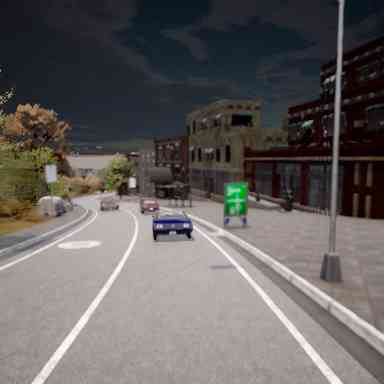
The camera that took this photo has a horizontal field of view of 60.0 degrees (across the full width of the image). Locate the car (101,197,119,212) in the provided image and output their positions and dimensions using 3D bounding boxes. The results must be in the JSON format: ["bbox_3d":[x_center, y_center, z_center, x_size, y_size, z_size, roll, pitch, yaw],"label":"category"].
[{"bbox_3d":[-10.333,1.454,41.666,2.097,1.767,4.553,-2,0,-17],"label":"car"}]

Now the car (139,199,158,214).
[{"bbox_3d":[-4.549,1.493,34.880,1.812,1.442,4.674,-2,0,-14],"label":"car"}]

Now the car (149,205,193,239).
[{"bbox_3d":[-1.150,1.568,17.260,1.895,1.301,4.718,-1,0,-7],"label":"car"}]
